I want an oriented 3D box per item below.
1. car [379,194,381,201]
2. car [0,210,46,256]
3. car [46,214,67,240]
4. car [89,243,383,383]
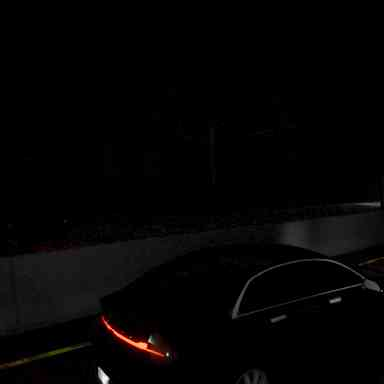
[{"bbox_3d":[23.186,0.384,37.763,4.718,1.301,1.895,-2,1,-35],"label":"car"},{"bbox_3d":[-7.861,1.526,11.285,4.892,1.490,1.837,0,0,-35],"label":"car"},{"bbox_3d":[-8.060,1.561,15.442,4.181,1.385,1.994,-1,0,-36],"label":"car"},{"bbox_3d":[1.134,1.476,4.564,4.892,1.490,1.837,-1,1,-35],"label":"car"}]
